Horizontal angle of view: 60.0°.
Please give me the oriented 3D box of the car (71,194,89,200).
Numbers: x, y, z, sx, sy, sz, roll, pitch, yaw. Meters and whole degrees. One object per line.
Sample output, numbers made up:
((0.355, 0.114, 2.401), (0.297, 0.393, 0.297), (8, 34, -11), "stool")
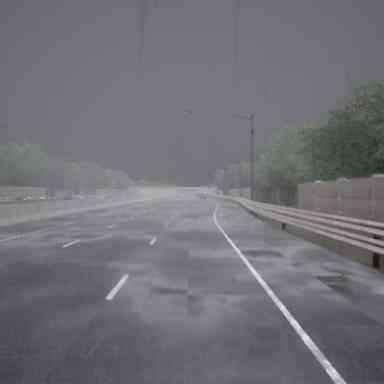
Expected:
((-21.031, 1.520, 63.693), (1.812, 1.442, 4.674), (0, 0, 0), "car")

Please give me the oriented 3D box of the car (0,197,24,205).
((-27.386, 1.495, 50.763), (1.837, 1.490, 4.892), (0, 0, -3), "car")

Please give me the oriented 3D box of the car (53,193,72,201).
((-24.530, 1.218, 63.569), (2.150, 2.045, 5.566), (0, 0, 0), "car")

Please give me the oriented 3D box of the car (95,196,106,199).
((-17.534, 1.516, 63.776), (1.812, 1.442, 4.674), (0, 0, 0), "car")
